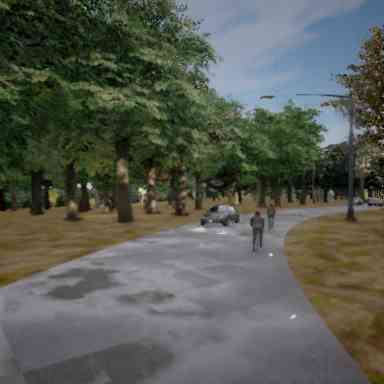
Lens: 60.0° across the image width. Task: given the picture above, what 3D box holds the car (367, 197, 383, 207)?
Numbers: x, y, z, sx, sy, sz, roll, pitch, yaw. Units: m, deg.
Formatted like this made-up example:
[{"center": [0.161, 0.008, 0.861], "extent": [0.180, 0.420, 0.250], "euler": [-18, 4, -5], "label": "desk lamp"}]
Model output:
[{"center": [30.949, 1.750, 56.052], "extent": [1.994, 1.385, 4.181], "euler": [0, 0, 35], "label": "car"}]

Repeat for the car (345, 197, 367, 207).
[{"center": [27.453, 1.652, 56.300], "extent": [2.128, 1.511, 4.902], "euler": [1, 0, 39], "label": "car"}]

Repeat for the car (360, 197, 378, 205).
[{"center": [38.086, 1.906, 71.623], "extent": [2.128, 1.511, 4.902], "euler": [0, -1, 11], "label": "car"}]

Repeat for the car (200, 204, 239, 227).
[{"center": [2.120, 1.635, 23.996], "extent": [1.812, 1.442, 4.674], "euler": [0, 0, 23], "label": "car"}]

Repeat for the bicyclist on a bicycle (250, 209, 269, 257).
[{"center": [2.415, 1.541, 12.250], "extent": [0.582, 1.620, 1.656], "euler": [0, -1, 12], "label": "bicyclist on a bicycle"}]

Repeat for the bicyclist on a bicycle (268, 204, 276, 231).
[{"center": [4.885, 1.587, 20.520], "extent": [0.582, 1.620, 1.656], "euler": [1, 0, 21], "label": "bicyclist on a bicycle"}]
